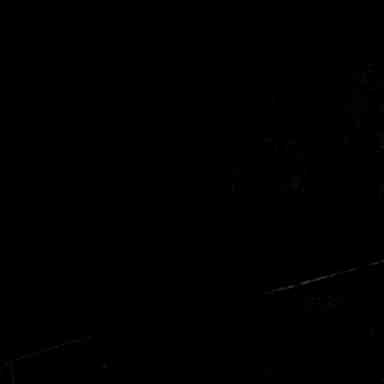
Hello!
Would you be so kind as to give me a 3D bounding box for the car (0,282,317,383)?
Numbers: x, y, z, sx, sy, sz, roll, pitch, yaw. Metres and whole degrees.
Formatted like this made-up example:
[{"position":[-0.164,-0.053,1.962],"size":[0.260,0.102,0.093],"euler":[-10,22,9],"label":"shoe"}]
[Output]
[{"position":[-0.971,1.590,3.052],"size":[4.718,1.301,1.895],"euler":[-1,0,-35],"label":"car"}]
